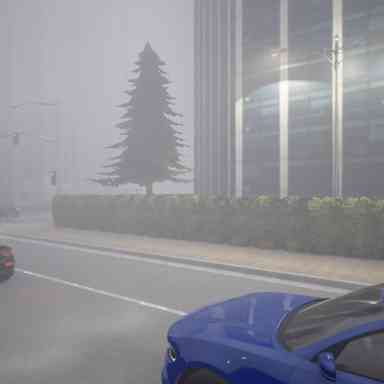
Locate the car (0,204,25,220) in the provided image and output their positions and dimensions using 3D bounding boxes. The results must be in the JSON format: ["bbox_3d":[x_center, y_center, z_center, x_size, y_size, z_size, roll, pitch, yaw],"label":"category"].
[{"bbox_3d":[-16.251,1.352,26.422,2.097,1.767,4.553,0,0,36],"label":"car"}]

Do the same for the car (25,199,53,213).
[{"bbox_3d":[-17.157,1.547,37.407,2.033,1.411,5.357,0,0,36],"label":"car"}]

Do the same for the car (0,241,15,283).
[{"bbox_3d":[-6.263,1.526,8.414,4.674,1.442,1.812,0,0,36],"label":"car"}]

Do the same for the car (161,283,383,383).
[{"bbox_3d":[1.994,1.478,2.571,5.008,1.535,1.882,0,0,36],"label":"car"}]
